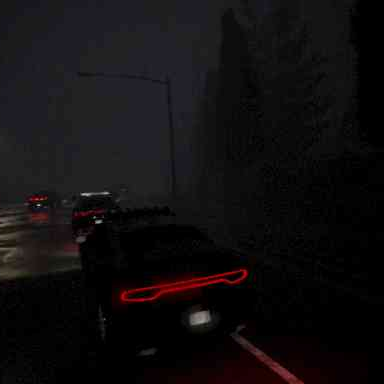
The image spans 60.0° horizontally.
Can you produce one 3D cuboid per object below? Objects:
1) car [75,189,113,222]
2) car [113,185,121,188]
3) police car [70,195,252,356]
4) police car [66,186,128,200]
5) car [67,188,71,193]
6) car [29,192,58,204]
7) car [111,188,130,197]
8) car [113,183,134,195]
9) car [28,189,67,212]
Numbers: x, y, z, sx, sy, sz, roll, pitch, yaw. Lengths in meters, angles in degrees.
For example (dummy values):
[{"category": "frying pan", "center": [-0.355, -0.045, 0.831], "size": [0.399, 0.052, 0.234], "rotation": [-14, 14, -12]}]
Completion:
[{"category": "car", "center": [-5.718, 0.677, 19.628], "size": [1.812, 1.442, 4.674], "rotation": [-4, 3, -15]}, {"category": "car", "center": [-9.772, 0.298, 37.967], "size": [1.994, 1.385, 4.181], "rotation": [-3, 1, -2]}, {"category": "police car", "center": [-0.958, 1.103, 6.040], "size": [1.930, 1.638, 5.238], "rotation": [-4, 4, -24]}, {"category": "police car", "center": [-4.197, 0.777, 14.509], "size": [1.930, 1.638, 5.238], "rotation": [-4, 3, -18]}, {"category": "car", "center": [-23.364, 0.388, 61.399], "size": [2.150, 2.045, 5.566], "rotation": [-3, 1, 3]}, {"category": "car", "center": [-20.444, 0.790, 45.961], "size": [1.994, 1.385, 4.181], "rotation": [-3, 1, 1]}, {"category": "car", "center": [-12.885, 0.098, 60.092], "size": [2.128, 1.511, 4.902], "rotation": [-3, 1, 3]}, {"category": "car", "center": [-10.027, -0.168, 48.111], "size": [2.150, 2.045, 5.566], "rotation": [-3, 1, 3]}, {"category": "car", "center": [-11.659, 0.663, 26.654], "size": [1.837, 1.490, 4.892], "rotation": [-4, 2, -11]}]
